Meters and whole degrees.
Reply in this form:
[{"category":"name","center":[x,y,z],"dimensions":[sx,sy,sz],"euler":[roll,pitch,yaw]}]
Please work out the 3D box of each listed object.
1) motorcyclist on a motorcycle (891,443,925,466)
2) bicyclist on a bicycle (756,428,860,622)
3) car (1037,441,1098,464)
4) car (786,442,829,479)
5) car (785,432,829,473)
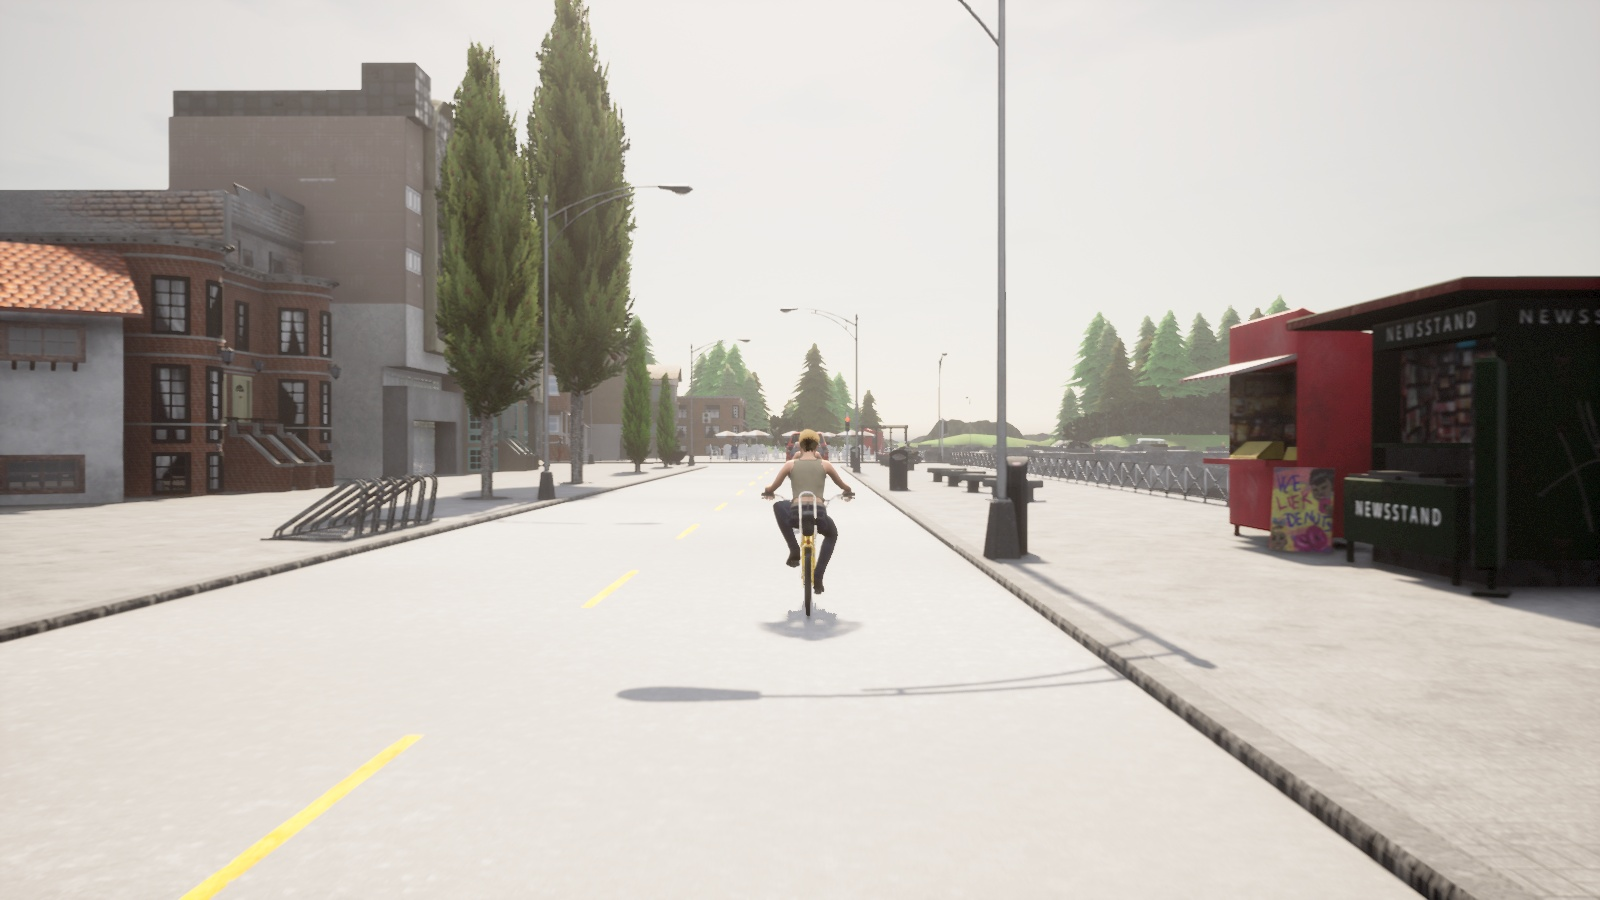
[{"category":"motorcyclist on a motorcycle","center":[7.286,0.309,84.876],"dimensions":[2.191,1.530,0.866],"euler":[0,1,-7]},{"category":"bicyclist on a bicycle","center":[0.073,0.620,11.216],"dimensions":[0.866,1.612,1.509],"euler":[0,0,1]},{"category":"car","center":[18.882,0.160,88.756],"dimensions":[3.988,1.617,1.851],"euler":[0,0,1]},{"category":"car","center":[0.316,0.418,54.570],"dimensions":[1.789,1.549,3.705],"euler":[0,0,0]},{"category":"car","center":[0.371,0.104,64.133],"dimensions":[2.150,2.045,5.566],"euler":[0,0,0]}]
